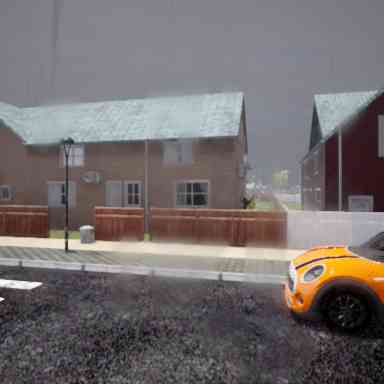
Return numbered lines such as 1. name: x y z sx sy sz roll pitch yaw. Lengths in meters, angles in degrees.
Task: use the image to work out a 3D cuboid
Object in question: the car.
1. car: 4.037 1.376 5.895 4.553 1.767 2.097 0 0 13
